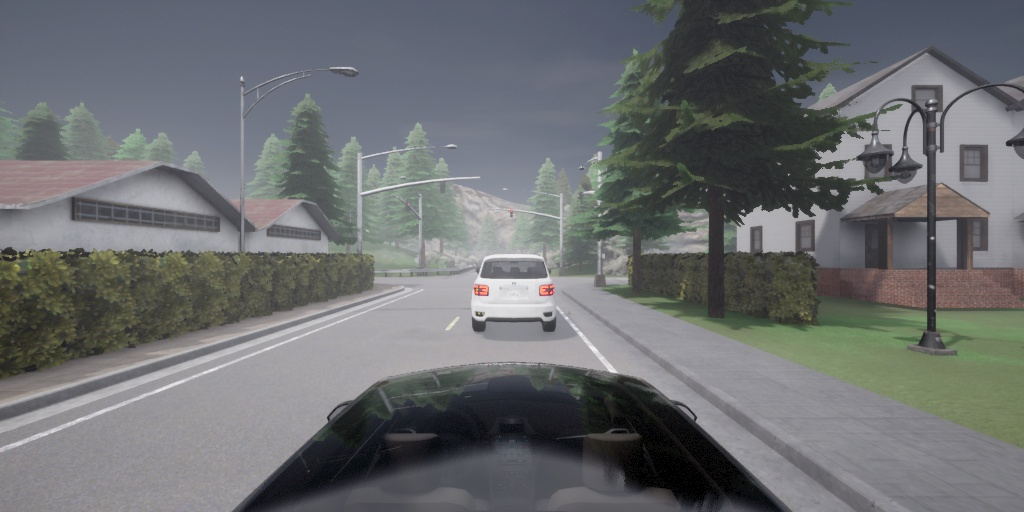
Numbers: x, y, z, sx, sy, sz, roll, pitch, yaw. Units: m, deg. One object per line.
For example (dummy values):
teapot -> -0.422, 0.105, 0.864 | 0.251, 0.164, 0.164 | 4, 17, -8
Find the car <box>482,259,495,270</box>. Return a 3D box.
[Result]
car -> -3.600, 1.276, 55.315 | 1.812, 1.442, 4.674 | 0, 0, 0

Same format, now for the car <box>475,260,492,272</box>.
car -> -3.601, 1.255, 46.078 | 1.837, 1.490, 4.892 | 0, 0, 0

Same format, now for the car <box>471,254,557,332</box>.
car -> 0.064, 0.971, 11.003 | 2.150, 2.045, 5.566 | 0, 0, 0
